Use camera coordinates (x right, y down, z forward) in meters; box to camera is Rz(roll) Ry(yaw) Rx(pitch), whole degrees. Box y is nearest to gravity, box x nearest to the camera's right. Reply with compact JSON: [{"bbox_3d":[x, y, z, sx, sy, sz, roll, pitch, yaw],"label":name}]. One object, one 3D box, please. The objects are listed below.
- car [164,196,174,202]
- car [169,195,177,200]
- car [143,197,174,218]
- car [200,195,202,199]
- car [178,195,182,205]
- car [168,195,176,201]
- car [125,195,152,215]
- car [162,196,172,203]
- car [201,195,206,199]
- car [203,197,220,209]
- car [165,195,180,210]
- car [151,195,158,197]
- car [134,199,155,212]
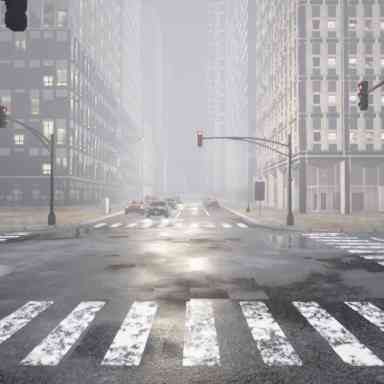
[{"bbox_3d":[-5.410,1.582,78.415,2.008,1.369,4.403,1,0,0],"label":"car"},{"bbox_3d":[-5.354,1.605,95.141,1.947,1.339,4.313,1,0,0],"label":"car"},{"bbox_3d":[-2.996,1.516,30.353,1.837,1.490,4.892,0,0,0],"label":"car"},{"bbox_3d":[2.913,1.590,61.731,1.947,1.339,4.313,1,0,0],"label":"car"},{"bbox_3d":[-2.851,1.374,59.400,2.097,1.767,4.553,0,0,1],"label":"car"},{"bbox_3d":[-5.372,1.587,89.565,2.008,1.369,4.403,1,0,0],"label":"car"},{"bbox_3d":[-5.559,1.453,33.814,1.967,1.590,4.097,1,0,0],"label":"car"},{"bbox_3d":[-5.429,1.573,72.840,1.887,1.381,4.507,1,0,0],"label":"car"},{"bbox_3d":[2.896,1.547,56.324,1.752,1.417,4.829,1,0,0],"label":"car"},{"bbox_3d":[2.856,1.599,44.998,1.802,1.307,4.206,1,0,0],"label":"car"},{"bbox_3d":[-2.948,1.522,43.400,1.837,1.490,4.892,0,0,0],"label":"car"},{"bbox_3d":[-5.519,1.332,44.965,2.192,1.841,5.009,1,0,0],"label":"car"},{"bbox_3d":[-5.543,1.597,39.389,1.802,1.307,4.206,1,0,0],"label":"car"}]
